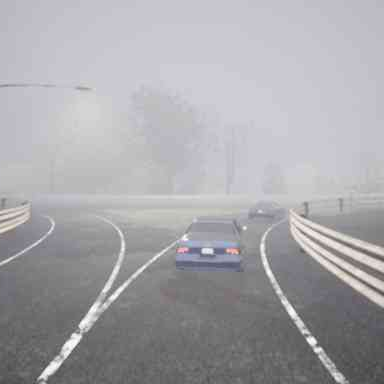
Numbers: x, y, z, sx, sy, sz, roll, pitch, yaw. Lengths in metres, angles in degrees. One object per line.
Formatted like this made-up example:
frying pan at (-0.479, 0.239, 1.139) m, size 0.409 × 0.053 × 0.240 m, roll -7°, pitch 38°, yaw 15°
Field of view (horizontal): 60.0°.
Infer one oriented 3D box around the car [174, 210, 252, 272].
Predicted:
car at (0.735, 1.454, 10.541) m, size 2.033 × 1.411 × 5.357 m, roll 0°, pitch 1°, yaw 8°

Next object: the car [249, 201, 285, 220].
car at (5.808, 1.339, 25.524) m, size 1.994 × 1.385 × 4.181 m, roll 0°, pitch 1°, yaw 28°
